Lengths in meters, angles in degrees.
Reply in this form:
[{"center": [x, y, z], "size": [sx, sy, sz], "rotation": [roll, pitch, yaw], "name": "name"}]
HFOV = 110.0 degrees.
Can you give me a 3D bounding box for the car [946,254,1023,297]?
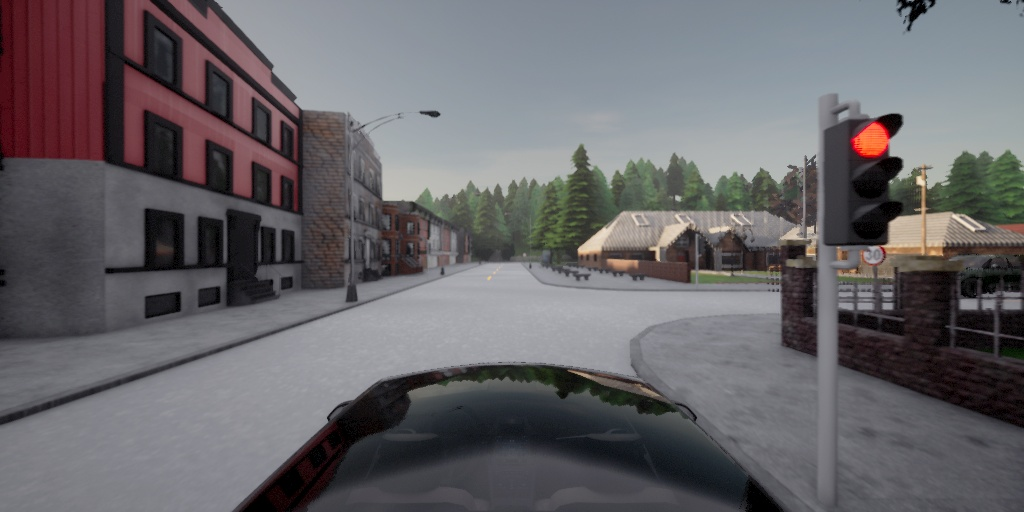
[{"center": [23.301, 0.927, 17.809], "size": [5.566, 2.045, 2.150], "rotation": [0, 0, 0], "name": "car"}]
